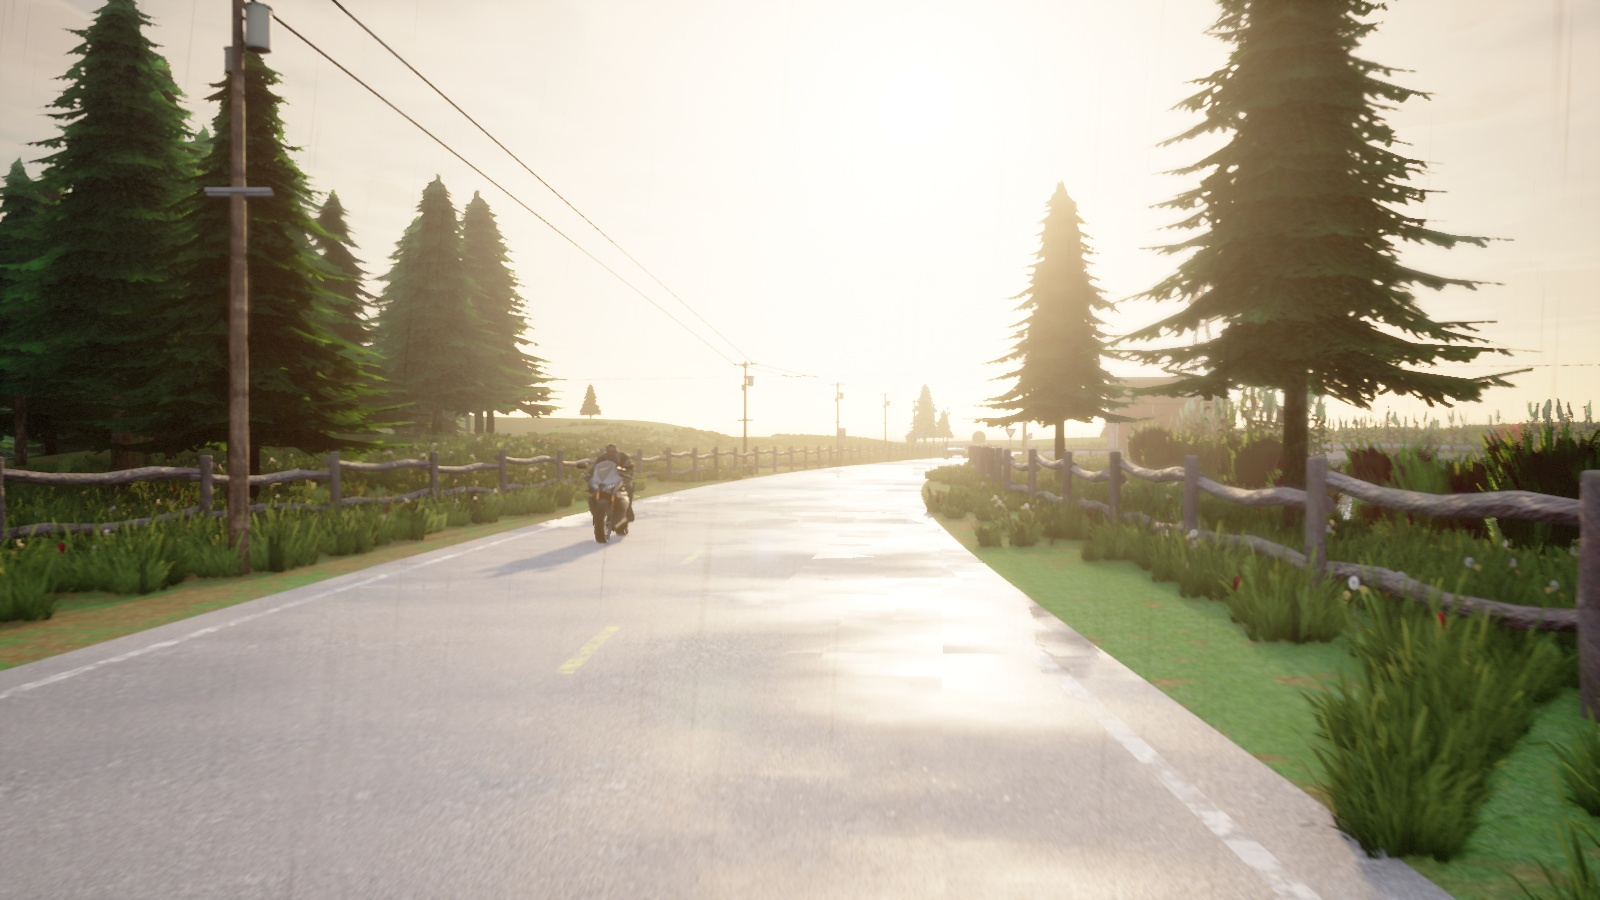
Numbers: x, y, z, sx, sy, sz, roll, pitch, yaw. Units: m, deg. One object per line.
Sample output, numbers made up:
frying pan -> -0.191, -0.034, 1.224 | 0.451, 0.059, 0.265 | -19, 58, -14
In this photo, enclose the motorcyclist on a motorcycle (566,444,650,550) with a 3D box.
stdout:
motorcyclist on a motorcycle -> -2.908, 0.670, 19.277 | 0.866, 1.530, 2.191 | 0, 0, 2
